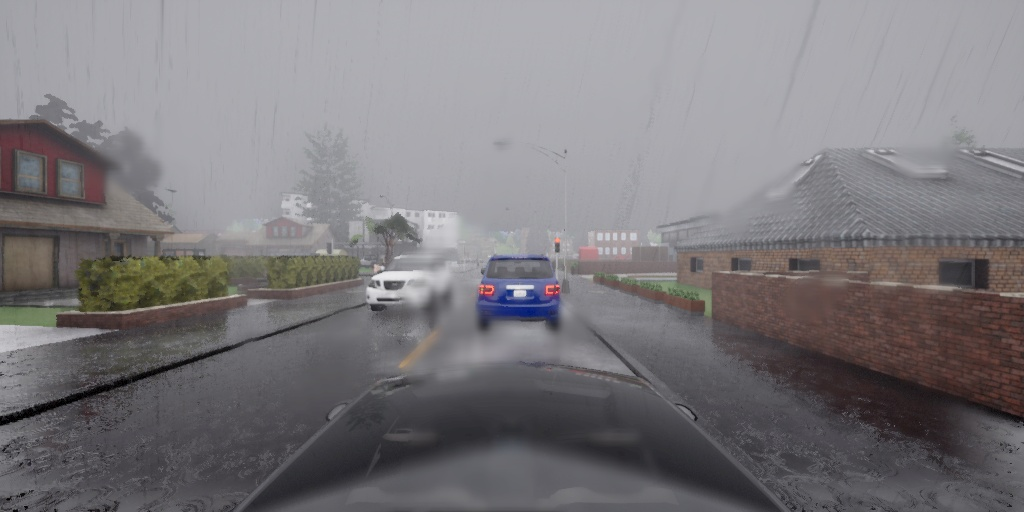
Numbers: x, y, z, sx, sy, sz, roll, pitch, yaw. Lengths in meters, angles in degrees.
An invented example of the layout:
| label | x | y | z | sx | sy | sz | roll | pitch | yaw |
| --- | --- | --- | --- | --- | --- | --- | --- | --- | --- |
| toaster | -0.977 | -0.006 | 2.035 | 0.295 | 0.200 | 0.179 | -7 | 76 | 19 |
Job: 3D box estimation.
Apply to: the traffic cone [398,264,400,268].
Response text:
| label | x | y | z | sx | sy | sz | roll | pitch | yaw |
| --- | --- | --- | --- | --- | --- | --- | --- | --- | --- |
| traffic cone | -15.027 | 1.553 | 46.504 | 0.344 | 0.586 | 0.344 | 0 | 0 | 0 |

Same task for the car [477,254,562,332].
| label | x | y | z | sx | sy | sz | roll | pitch | yaw |
| --- | --- | --- | --- | --- | --- | --- | --- | --- | --- |
| car | 0.191 | 0.970 | 11.049 | 2.150 | 2.045 | 5.566 | 0 | 0 | 0 |

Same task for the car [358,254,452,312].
| label | x | y | z | sx | sy | sz | roll | pitch | yaw |
| --- | --- | --- | --- | --- | --- | --- | --- | --- | --- |
| car | -3.901 | 0.972 | 14.655 | 2.150 | 2.045 | 5.566 | 0 | 0 | 1 |
